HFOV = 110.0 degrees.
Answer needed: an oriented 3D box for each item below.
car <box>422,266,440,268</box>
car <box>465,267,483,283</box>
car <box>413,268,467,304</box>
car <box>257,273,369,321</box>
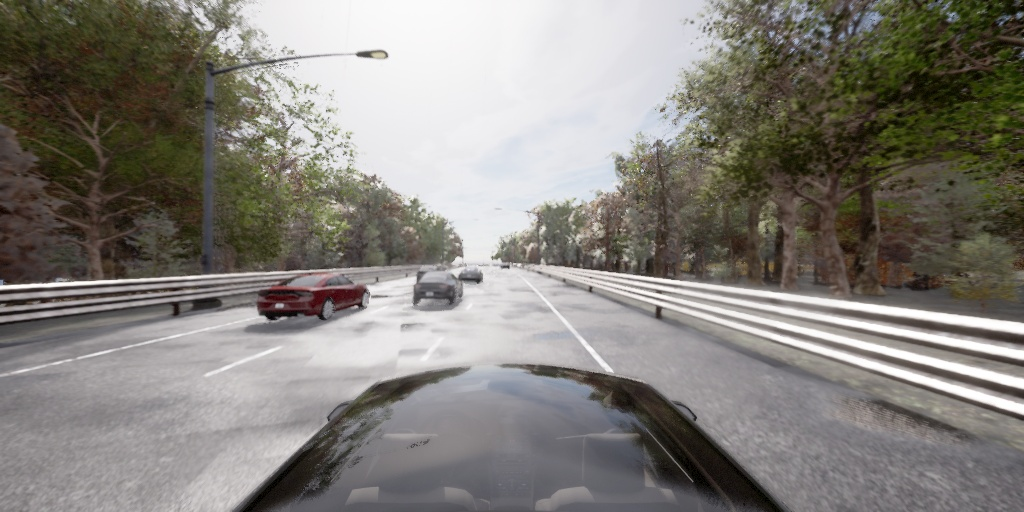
[{"bbox_3d":[-7.258,1.648,32.389,1.837,1.490,4.892,0,-1,-1],"label":"car"},{"bbox_3d":[-3.753,1.713,32.960,1.994,1.385,4.181,0,-1,-1],"label":"car"},{"bbox_3d":[-3.502,1.471,17.450,1.812,1.442,4.674,0,-1,-1],"label":"car"},{"bbox_3d":[-6.969,1.370,13.202,1.882,1.535,5.008,0,-1,0],"label":"car"}]
